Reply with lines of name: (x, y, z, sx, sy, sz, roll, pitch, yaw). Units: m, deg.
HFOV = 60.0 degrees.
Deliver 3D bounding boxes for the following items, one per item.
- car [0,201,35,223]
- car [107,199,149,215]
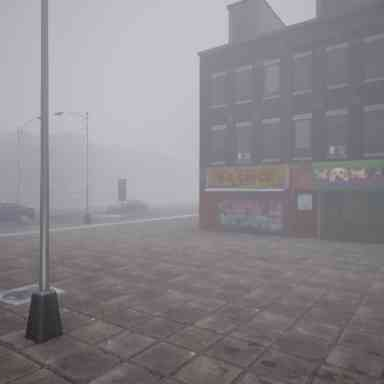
car: (-13.405, 1.432, 22.769, 1.882, 1.535, 5.008, 0, 0, 35)
car: (-6.253, 1.433, 32.925, 1.812, 1.442, 4.674, 0, 0, 35)
